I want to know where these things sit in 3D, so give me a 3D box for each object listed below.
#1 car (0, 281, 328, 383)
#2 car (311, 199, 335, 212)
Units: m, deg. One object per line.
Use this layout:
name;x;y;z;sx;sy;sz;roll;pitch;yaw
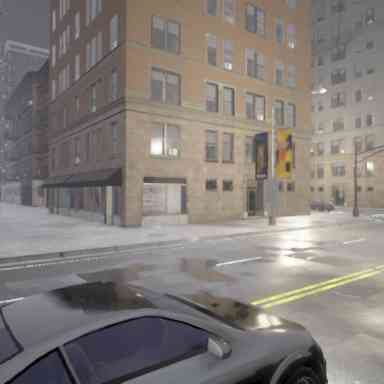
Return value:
car;-0.634;1.564;2.977;4.181;1.385;1.994;0;0;-37
car;14.095;1.544;38.159;1.994;1.385;4.181;0;0;-36
